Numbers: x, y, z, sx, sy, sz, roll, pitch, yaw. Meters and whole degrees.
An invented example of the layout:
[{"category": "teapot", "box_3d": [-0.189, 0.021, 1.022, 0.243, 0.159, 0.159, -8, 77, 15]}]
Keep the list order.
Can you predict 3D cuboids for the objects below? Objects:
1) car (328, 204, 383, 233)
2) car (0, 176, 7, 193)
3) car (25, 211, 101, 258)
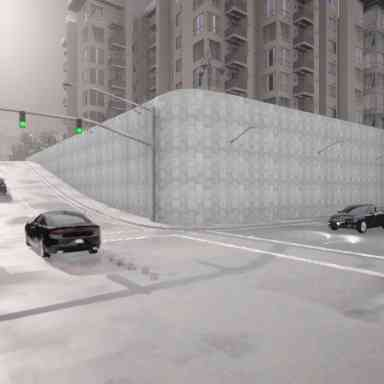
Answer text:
[{"category": "car", "box_3d": [10.056, 1.505, 19.773, 4.892, 1.490, 1.837, 0, 0, -36]}, {"category": "car", "box_3d": [-19.787, -0.857, 33.315, 2.128, 1.511, 4.902, 0, 11, -36]}, {"category": "car", "box_3d": [-5.173, 1.480, 12.987, 1.882, 1.535, 5.008, 0, 0, -36]}]
